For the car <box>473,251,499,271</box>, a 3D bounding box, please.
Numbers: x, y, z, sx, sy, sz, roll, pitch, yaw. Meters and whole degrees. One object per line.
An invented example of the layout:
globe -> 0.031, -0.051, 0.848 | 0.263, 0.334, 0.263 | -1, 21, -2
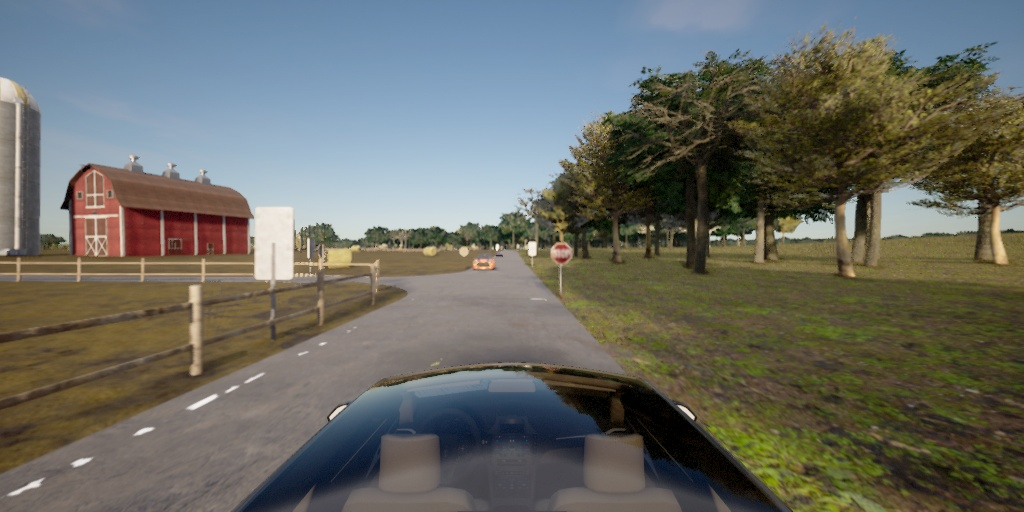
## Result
car -> -2.692, 0.535, 35.715 | 2.097, 1.767, 4.553 | 0, 1, 0
